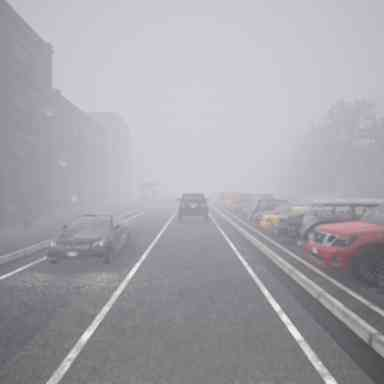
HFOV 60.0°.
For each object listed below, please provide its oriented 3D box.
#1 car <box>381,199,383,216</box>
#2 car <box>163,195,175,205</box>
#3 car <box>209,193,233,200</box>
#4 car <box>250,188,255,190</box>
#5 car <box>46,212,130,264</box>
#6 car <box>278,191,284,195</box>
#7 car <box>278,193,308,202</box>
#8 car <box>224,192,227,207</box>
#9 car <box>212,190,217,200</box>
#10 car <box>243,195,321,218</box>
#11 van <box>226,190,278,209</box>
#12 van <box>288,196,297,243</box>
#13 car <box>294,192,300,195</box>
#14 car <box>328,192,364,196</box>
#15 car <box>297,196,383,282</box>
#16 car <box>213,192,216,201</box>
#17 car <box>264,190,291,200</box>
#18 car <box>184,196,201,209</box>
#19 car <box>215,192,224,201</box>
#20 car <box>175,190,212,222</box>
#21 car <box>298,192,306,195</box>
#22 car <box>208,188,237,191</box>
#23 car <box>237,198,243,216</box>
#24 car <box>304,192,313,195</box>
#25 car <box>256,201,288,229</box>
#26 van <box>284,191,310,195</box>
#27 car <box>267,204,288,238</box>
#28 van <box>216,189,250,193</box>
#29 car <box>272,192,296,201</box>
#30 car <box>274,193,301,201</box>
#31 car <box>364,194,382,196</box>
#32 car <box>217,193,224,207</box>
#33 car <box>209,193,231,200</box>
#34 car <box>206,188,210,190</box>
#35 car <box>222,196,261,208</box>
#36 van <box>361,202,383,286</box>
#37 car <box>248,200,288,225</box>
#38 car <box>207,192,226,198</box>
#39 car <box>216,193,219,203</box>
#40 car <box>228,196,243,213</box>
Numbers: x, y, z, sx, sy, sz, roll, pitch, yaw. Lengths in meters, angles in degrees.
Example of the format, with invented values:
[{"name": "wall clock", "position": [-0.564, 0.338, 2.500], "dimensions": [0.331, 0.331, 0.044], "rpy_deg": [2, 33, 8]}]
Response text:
[{"name": "car", "position": [19.256, 1.352, 28.451], "dimensions": [5.008, 1.535, 2.097], "rpy_deg": [0, 0, 0]}, {"name": "car", "position": [-3.369, 1.180, 52.181], "dimensions": [1.812, 1.442, 4.674], "rpy_deg": [0, 0, 0]}, {"name": "car", "position": [6.313, 0.983, 73.012], "dimensions": [5.008, 1.535, 2.097], "rpy_deg": [0, 1, 0]}, {"name": "car", "position": [19.458, 0.490, 92.653], "dimensions": [5.008, 1.535, 2.097], "rpy_deg": [0, 2, 0]}, {"name": "car", "position": [-3.353, 1.463, 11.646], "dimensions": [1.812, 1.442, 4.674], "rpy_deg": [0, 0, 0]}, {"name": "car", "position": [19.333, 0.841, 61.866], "dimensions": [5.566, 2.045, 2.435], "rpy_deg": [0, 0, 0]}, {"name": "car", "position": [19.556, 1.066, 64.653], "dimensions": [5.366, 1.575, 1.946], "rpy_deg": [0, 0, 0]}, {"name": "car", "position": [6.168, 1.169, 36.823], "dimensions": [4.553, 1.767, 2.185], "rpy_deg": [0, 0, 0]}, {"name": "car", "position": [6.232, 1.014, 56.431], "dimensions": [4.553, 1.767, 2.185], "rpy_deg": [0, 0, 0]}, {"name": "car", "position": [6.122, 1.266, 22.907], "dimensions": [4.553, 1.767, 2.185], "rpy_deg": [0, 0, 0]}, {"name": "van", "position": [6.073, 1.089, 34.102], "dimensions": [4.442, 1.987, 1.878], "rpy_deg": [0, 0, 0]}, {"name": "van", "position": [5.999, 1.235, 11.773], "dimensions": [4.442, 1.987, 1.878], "rpy_deg": [0, 0, 0]}, {"name": "car", "position": [19.337, 1.203, 53.514], "dimensions": [4.674, 1.452, 2.002], "rpy_deg": [0, 0, 0]}, {"name": "car", "position": [19.257, 1.147, 39.589], "dimensions": [4.553, 1.767, 2.185], "rpy_deg": [0, 0, 0]}, {"name": "car", "position": [6.079, 1.226, 8.990], "dimensions": [5.566, 2.045, 2.435], "rpy_deg": [0, 0, 0]}, {"name": "car", "position": [6.260, 1.165, 53.524], "dimensions": [4.892, 1.521, 2.231], "rpy_deg": [0, 0, 0]}, {"name": "car", "position": [19.436, 0.683, 75.923], "dimensions": [5.566, 2.045, 2.435], "rpy_deg": [0, 1, 0]}, {"name": "car", "position": [0.080, 1.302, 41.971], "dimensions": [1.994, 1.385, 4.181], "rpy_deg": [0, 0, 0]}, {"name": "car", "position": [6.241, 1.209, 47.957], "dimensions": [5.008, 1.535, 2.097], "rpy_deg": [0, 0, 0]}, {"name": "car", "position": [0.095, 1.077, 25.261], "dimensions": [2.150, 2.045, 5.566], "rpy_deg": [0, 0, 0]}, {"name": "car", "position": [19.330, 1.185, 50.729], "dimensions": [5.008, 1.535, 2.097], "rpy_deg": [0, 0, 0]}, {"name": "car", "position": [6.319, 0.819, 64.654], "dimensions": [5.566, 2.045, 2.435], "rpy_deg": [0, 0, 0]}, {"name": "car", "position": [6.165, 1.413, 25.691], "dimensions": [4.674, 1.452, 2.002], "rpy_deg": [0, 0, 0]}, {"name": "car", "position": [19.322, 1.209, 47.944], "dimensions": [4.892, 1.521, 2.231], "rpy_deg": [0, 0, 0]}, {"name": "car", "position": [6.320, 1.423, 17.340], "dimensions": [5.366, 1.575, 1.946], "rpy_deg": [0, 0, 0]}, {"name": "van", "position": [19.236, 0.890, 59.082], "dimensions": [4.442, 1.987, 1.878], "rpy_deg": [0, 0, 0]}, {"name": "car", "position": [6.119, 1.445, 14.558], "dimensions": [4.892, 1.521, 2.231], "rpy_deg": [0, 0, 0]}, {"name": "van", "position": [6.362, 0.961, 50.738], "dimensions": [4.442, 1.987, 1.878], "rpy_deg": [0, 0, 0]}, {"name": "car", "position": [19.421, 0.890, 70.345], "dimensions": [4.553, 1.767, 2.185], "rpy_deg": [0, 1, 0]}, {"name": "car", "position": [19.375, 1.044, 67.561], "dimensions": [5.008, 1.535, 2.097], "rpy_deg": [0, 1, 0]}, {"name": "car", "position": [19.228, 1.208, 31.235], "dimensions": [4.553, 1.767, 2.185], "rpy_deg": [0, 0, 0]}, {"name": "car", "position": [6.023, 1.271, 39.608], "dimensions": [5.366, 1.575, 1.946], "rpy_deg": [0, 0, 0]}, {"name": "car", "position": [6.322, 0.938, 75.801], "dimensions": [5.008, 1.535, 2.097], "rpy_deg": [0, 1, 0]}, {"name": "car", "position": [6.386, 0.632, 84.153], "dimensions": [4.553, 1.767, 2.185], "rpy_deg": [0, 1, 0]}, {"name": "car", "position": [6.220, 1.293, 42.390], "dimensions": [4.674, 1.452, 2.002], "rpy_deg": [0, 0, 0]}, {"name": "van", "position": [5.982, 1.267, 6.331], "dimensions": [4.442, 1.987, 1.878], "rpy_deg": [0, 0, 0]}, {"name": "car", "position": [6.150, 1.410, 20.124], "dimensions": [4.892, 1.521, 2.231], "rpy_deg": [0, 0, 0]}, {"name": "car", "position": [6.394, 0.708, 86.943], "dimensions": [4.792, 1.488, 2.163], "rpy_deg": [0, 2, 0]}, {"name": "car", "position": [6.221, 1.231, 45.174], "dimensions": [5.008, 1.535, 2.097], "rpy_deg": [0, 0, 0]}, {"name": "car", "position": [6.151, 1.364, 31.257], "dimensions": [4.792, 1.488, 2.163], "rpy_deg": [0, 0, 0]}]
